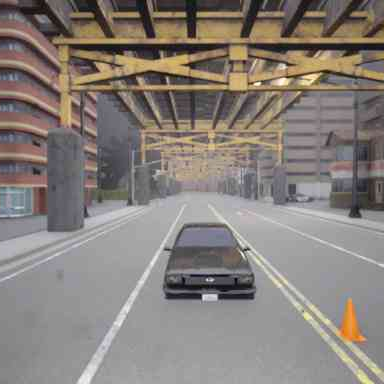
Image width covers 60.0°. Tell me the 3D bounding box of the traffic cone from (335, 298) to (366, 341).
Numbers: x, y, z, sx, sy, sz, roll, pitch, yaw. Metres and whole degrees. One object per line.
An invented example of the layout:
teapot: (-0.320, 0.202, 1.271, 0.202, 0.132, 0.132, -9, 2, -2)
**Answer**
traffic cone: (2.454, 1.951, 5.157, 0.340, 0.580, 0.340, 0, 0, 0)

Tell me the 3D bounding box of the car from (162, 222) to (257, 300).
car: (0.362, 1.536, 8.765, 2.033, 1.411, 5.357, 0, 0, 1)

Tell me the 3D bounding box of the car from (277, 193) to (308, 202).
car: (17.814, 0.978, 59.035, 4.974, 1.542, 2.038, 0, 1, 25)

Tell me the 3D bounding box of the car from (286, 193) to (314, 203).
car: (17.466, 1.024, 54.878, 4.974, 1.542, 2.038, 0, 1, -20)

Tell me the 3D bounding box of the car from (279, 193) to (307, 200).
car: (17.861, 0.821, 59.011, 4.536, 1.218, 1.853, 0, 1, 25)

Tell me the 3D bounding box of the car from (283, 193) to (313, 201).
car: (17.515, 0.866, 54.894, 4.536, 1.218, 1.853, 0, 1, -20)
